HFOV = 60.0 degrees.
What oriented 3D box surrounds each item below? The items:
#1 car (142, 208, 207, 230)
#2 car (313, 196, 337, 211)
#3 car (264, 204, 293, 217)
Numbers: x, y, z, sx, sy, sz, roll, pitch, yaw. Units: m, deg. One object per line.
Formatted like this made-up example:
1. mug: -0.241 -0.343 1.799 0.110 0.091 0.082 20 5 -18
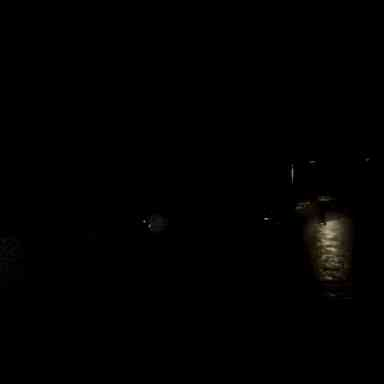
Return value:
1. car: -1.083 1.861 23.804 2.033 1.411 5.357 -1 -1 39
2. car: 20.110 1.599 50.239 2.150 2.045 5.566 -1 -1 39
3. car: 9.786 2.005 37.428 1.994 1.385 4.181 -1 -1 39
